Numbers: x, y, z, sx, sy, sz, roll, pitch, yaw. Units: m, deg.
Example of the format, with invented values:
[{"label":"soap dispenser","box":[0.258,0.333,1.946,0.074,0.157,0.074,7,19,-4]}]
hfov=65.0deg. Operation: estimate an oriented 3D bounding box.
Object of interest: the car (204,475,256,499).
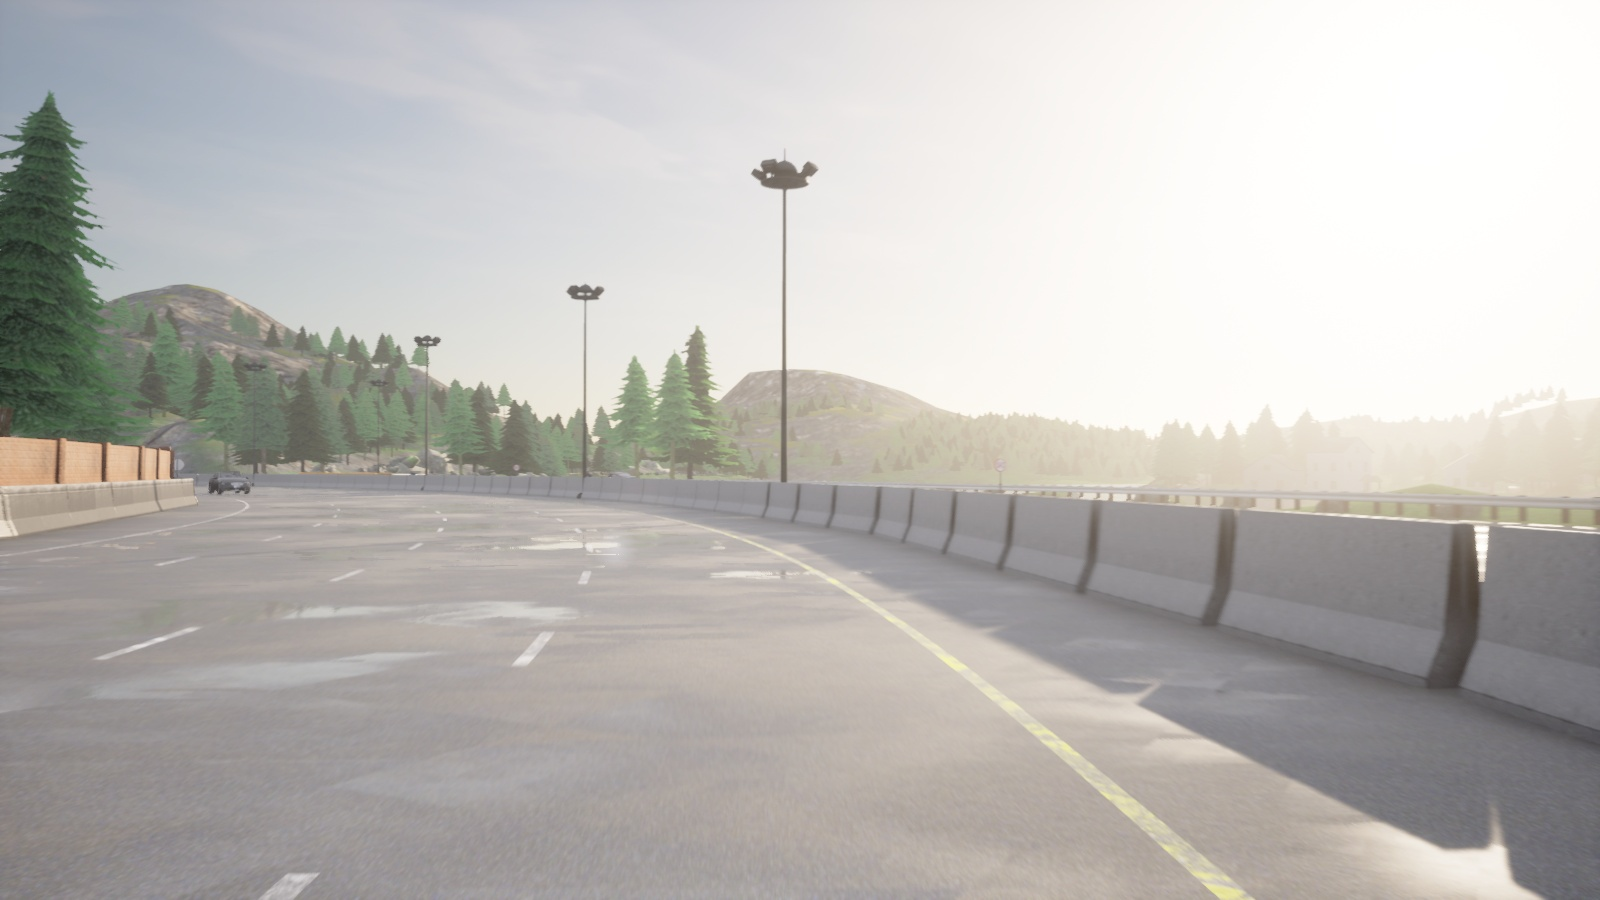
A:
[{"label":"car","box":[-36.728,2.361,80.823,2.128,1.511,4.902,0,-1,-35]}]
